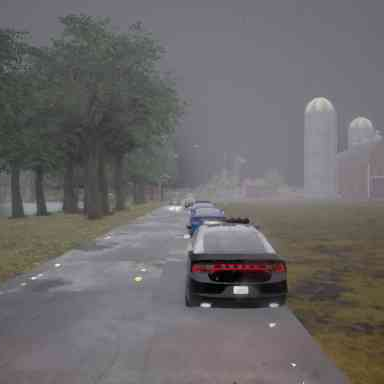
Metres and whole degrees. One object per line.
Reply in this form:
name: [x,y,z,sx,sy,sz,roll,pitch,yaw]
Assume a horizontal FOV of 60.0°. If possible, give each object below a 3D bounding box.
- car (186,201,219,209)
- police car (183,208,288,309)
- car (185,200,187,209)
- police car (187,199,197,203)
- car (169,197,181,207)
car: [0.794,1.490,18.009,1.882,1.535,5.008,0,0,0]
police car: [0.811,1.429,8.119,1.930,1.638,5.238,0,0,0]
car: [-0.054,1.706,47.076,1.895,1.301,4.718,0,0,1]
police car: [0.783,1.446,24.120,1.930,1.638,5.238,0,0,0]
car: [-2.849,1.656,56.410,2.128,1.511,4.902,0,0,0]
